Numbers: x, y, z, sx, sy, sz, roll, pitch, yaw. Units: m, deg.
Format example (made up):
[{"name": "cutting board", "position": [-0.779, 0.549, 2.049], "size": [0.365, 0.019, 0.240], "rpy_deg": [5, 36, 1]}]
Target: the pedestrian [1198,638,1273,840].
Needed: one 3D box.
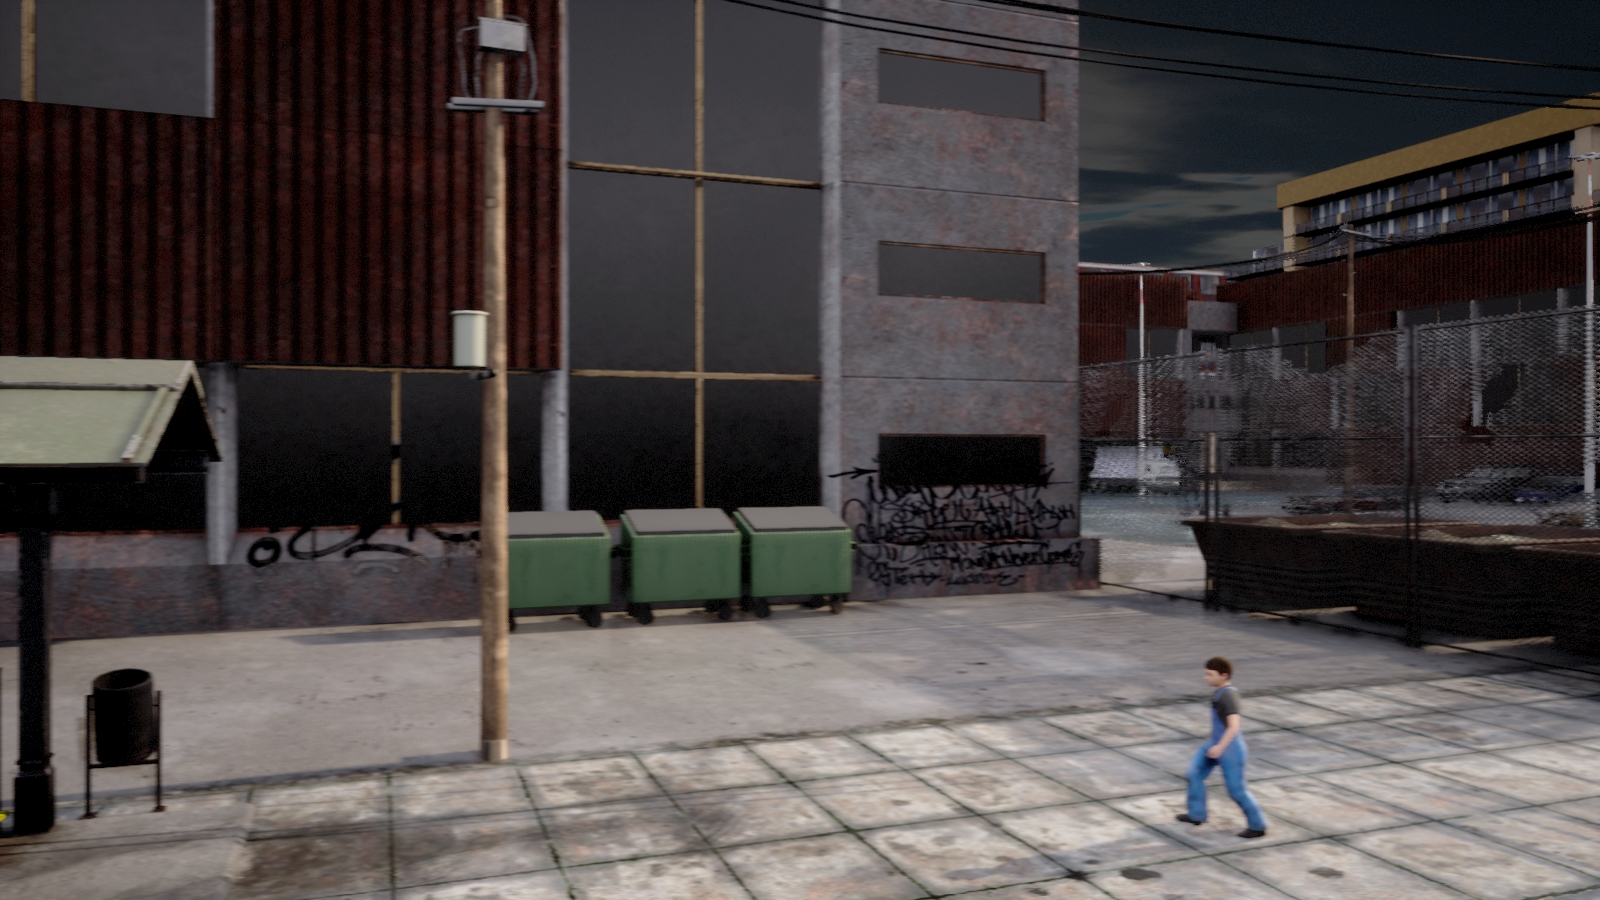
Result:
[{"name": "pedestrian", "position": [2.997, 1.976, 7.874], "size": [0.375, 1.300, 0.375], "rpy_deg": [0, 0, 0]}]
